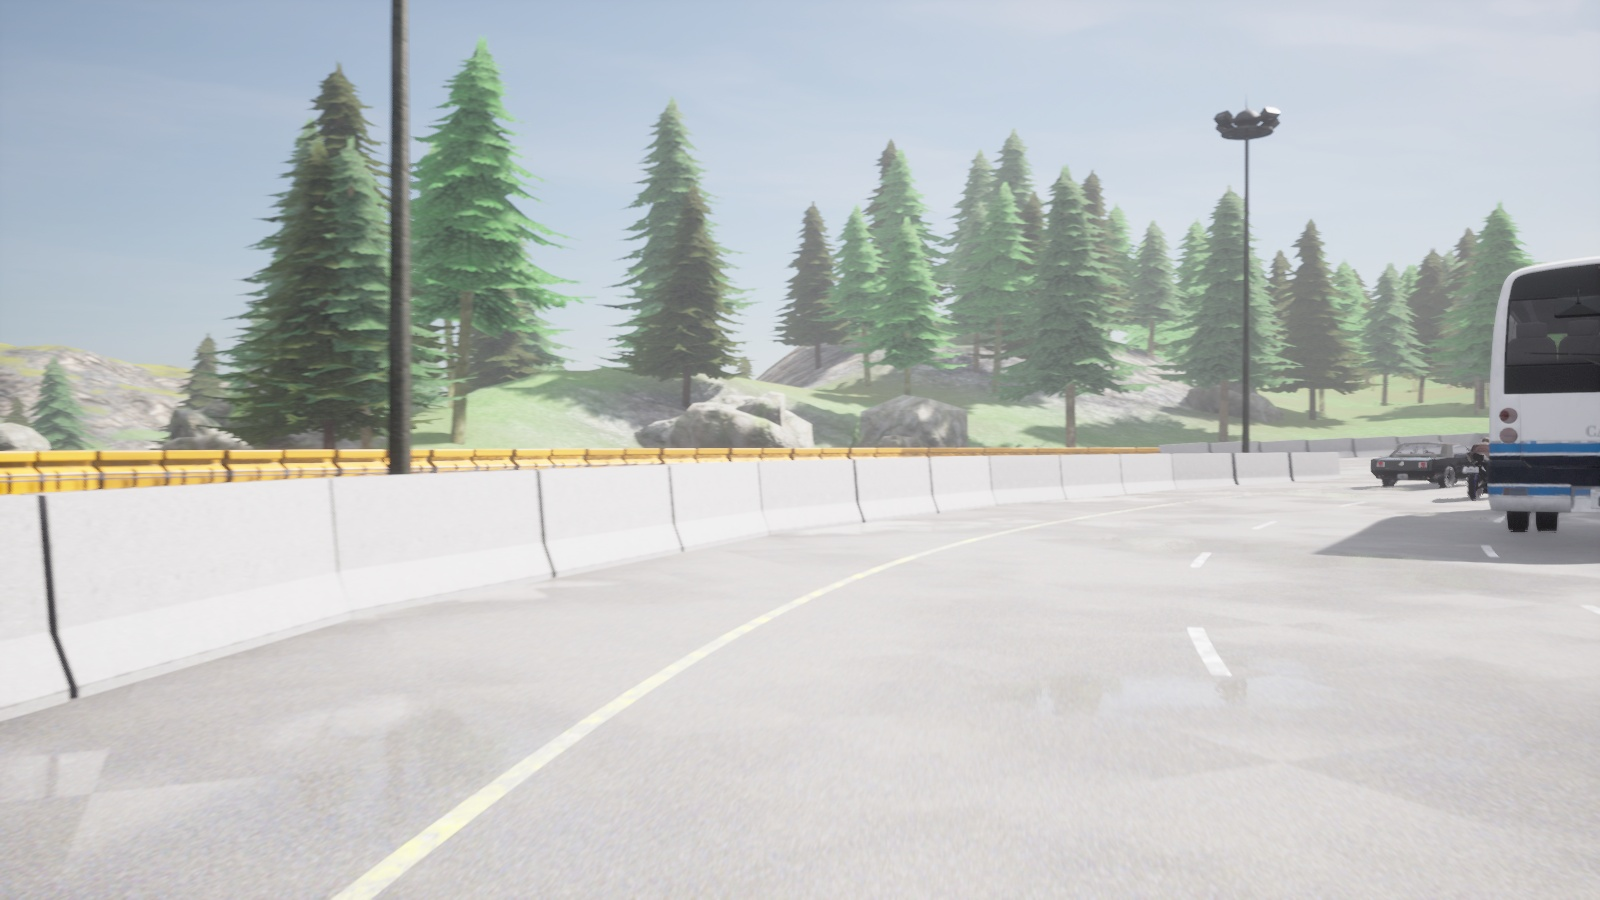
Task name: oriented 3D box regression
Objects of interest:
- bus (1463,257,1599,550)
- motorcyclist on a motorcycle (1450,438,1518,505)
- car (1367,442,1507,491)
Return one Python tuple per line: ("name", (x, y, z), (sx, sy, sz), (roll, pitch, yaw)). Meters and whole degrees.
("bus", (14.515, -0.787, 22.457), (3.944, 4.253, 10.273), (0, 1, 32))
("motorcyclist on a motorcycle", (16.505, 0.485, 30.277), (0.866, 1.530, 2.191), (1, 1, 44))
("car", (18.789, 0.448, 36.969), (4.718, 1.301, 1.895), (-1, 1, -39))
